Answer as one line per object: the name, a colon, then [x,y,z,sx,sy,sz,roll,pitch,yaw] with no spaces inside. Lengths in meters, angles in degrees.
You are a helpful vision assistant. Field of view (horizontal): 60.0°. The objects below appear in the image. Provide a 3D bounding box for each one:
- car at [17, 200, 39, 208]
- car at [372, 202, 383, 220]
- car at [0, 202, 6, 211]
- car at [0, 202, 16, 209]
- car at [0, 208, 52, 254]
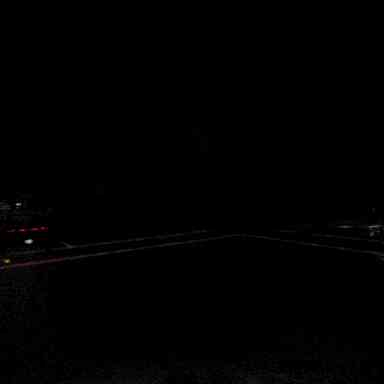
car: [-25.227,2.051,51.583,2.097,1.767,4.553,-2,0,-35]
car: [14.042,1.057,22.449,5.008,1.535,1.882,-2,0,-36]
car: [-33.410,2.483,57.042,2.033,1.411,5.357,-2,0,-35]
car: [-27.846,2.302,49.237,1.812,1.442,4.674,-2,0,-35]
car: [-7.532,1.700,14.642,2.128,1.511,4.902,-2,0,-34]
